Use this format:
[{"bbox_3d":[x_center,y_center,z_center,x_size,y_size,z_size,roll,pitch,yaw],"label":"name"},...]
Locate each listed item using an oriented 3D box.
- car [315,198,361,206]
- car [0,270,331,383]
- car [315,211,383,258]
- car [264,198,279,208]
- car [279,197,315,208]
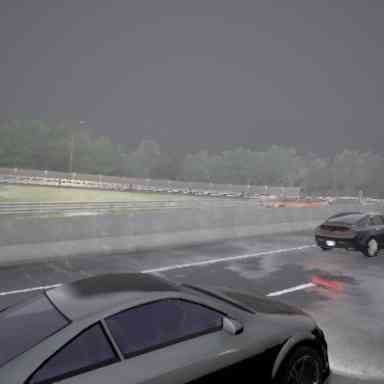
[{"bbox_3d":[14.110,1.382,31.250,4.553,1.767,2.097,0,0,-35],"label":"car"},{"bbox_3d":[-0.470,1.564,3.412,4.181,1.385,1.994,0,0,-36],"label":"car"},{"bbox_3d":[6.748,1.512,12.860,4.892,1.490,1.837,0,0,-35],"label":"car"},{"bbox_3d":[10.052,1.381,36.954,4.553,1.767,2.097,0,0,-35],"label":"car"},{"bbox_3d":[11.405,1.380,33.620,4.553,1.767,2.097,0,0,-35],"label":"car"}]
